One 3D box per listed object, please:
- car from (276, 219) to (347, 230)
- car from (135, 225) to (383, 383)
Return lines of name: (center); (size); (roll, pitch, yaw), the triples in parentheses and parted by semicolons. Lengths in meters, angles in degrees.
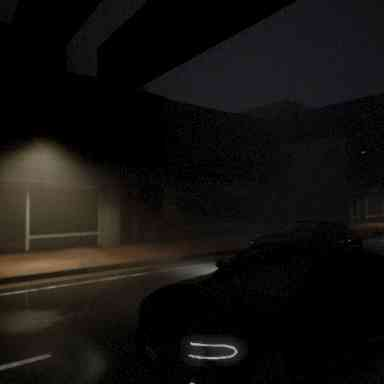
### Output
car: (3.955, 1.652, 11.182); (4.674, 1.442, 1.812); (1, -1, -36)
car: (1.568, 1.533, 5.142); (5.008, 1.535, 1.882); (1, 0, -36)
